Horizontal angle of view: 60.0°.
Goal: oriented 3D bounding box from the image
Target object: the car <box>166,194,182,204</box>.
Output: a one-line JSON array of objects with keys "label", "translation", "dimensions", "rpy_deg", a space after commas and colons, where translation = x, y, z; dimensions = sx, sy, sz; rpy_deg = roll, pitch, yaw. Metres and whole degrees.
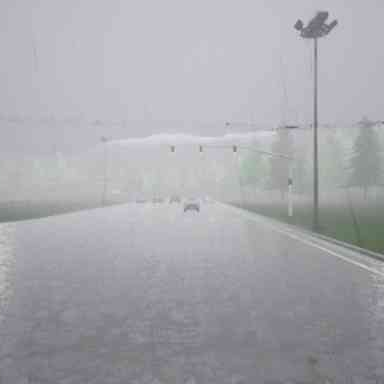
[{"label": "car", "translation": [-3.531, 1.367, 69.233], "dimensions": [2.150, 2.045, 5.566], "rpy_deg": [0, 0, 0]}]

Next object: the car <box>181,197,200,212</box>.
[{"label": "car", "translation": [-0.018, 1.607, 39.468], "dimensions": [1.812, 1.442, 4.674], "rpy_deg": [0, 0, 0]}]

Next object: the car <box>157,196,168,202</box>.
[{"label": "car", "translation": [-7.036, 1.651, 79.697], "dimensions": [2.033, 1.411, 5.357], "rpy_deg": [0, 0, 0]}]

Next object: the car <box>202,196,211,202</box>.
[{"label": "car", "translation": [3.464, 1.659, 79.700], "dimensions": [1.994, 1.385, 4.181], "rpy_deg": [0, 0, 0]}]

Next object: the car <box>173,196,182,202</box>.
[{"label": "car", "translation": [-3.536, 1.661, 79.698], "dimensions": [1.994, 1.385, 4.181], "rpy_deg": [0, 0, 0]}]

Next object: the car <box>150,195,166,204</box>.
[{"label": "car", "translation": [-7.032, 1.497, 69.641], "dimensions": [2.097, 1.767, 4.553], "rpy_deg": [0, 0, 0]}]

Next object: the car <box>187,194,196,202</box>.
[{"label": "car", "translation": [-0.036, 1.461, 79.669], "dimensions": [2.097, 1.767, 4.553], "rpy_deg": [0, 0, 0]}]

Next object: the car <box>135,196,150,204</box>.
[{"label": "car", "translation": [-10.532, 1.737, 69.523], "dimensions": [1.895, 1.301, 4.718], "rpy_deg": [0, 0, 0]}]

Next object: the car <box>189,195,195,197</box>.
[{"label": "car", "translation": [-0.032, 1.642, 69.426], "dimensions": [1.837, 1.490, 4.892], "rpy_deg": [0, 0, 0]}]

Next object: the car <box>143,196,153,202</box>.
[{"label": "car", "translation": [-10.536, 1.663, 79.695], "dimensions": [1.994, 1.385, 4.181], "rpy_deg": [0, 0, 0]}]

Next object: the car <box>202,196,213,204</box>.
[{"label": "car", "translation": [3.468, 1.666, 69.438], "dimensions": [1.812, 1.442, 4.674], "rpy_deg": [0, 0, 0]}]
